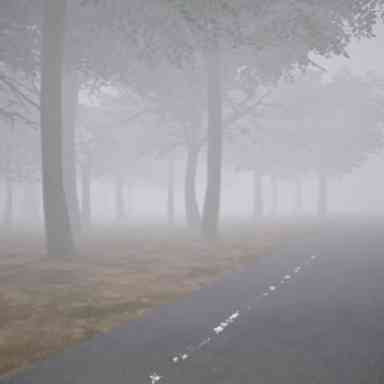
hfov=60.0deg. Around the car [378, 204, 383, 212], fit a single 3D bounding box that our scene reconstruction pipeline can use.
[{"bbox_3d":[42.342,3.476,73.444,2.097,1.767,4.553,1,-1,30],"label":"car"}]
